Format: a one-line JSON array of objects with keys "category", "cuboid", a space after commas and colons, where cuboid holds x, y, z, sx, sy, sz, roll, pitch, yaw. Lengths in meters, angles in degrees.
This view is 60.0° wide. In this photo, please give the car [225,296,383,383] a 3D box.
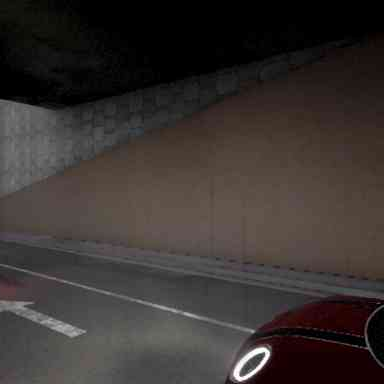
[{"category": "car", "cuboid": [2.437, 1.351, 2.135, 4.553, 1.767, 2.097, 0, 0, 37]}]
